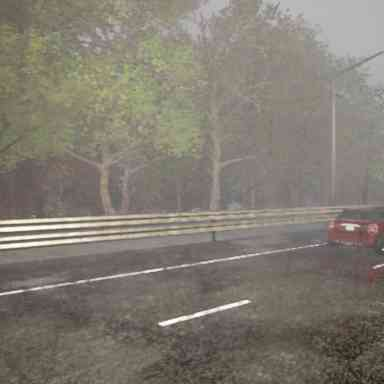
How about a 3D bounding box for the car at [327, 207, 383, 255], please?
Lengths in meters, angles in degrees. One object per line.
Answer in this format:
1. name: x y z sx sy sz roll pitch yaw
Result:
1. car: 7.564 1.371 13.549 4.553 1.767 2.097 0 0 -36
